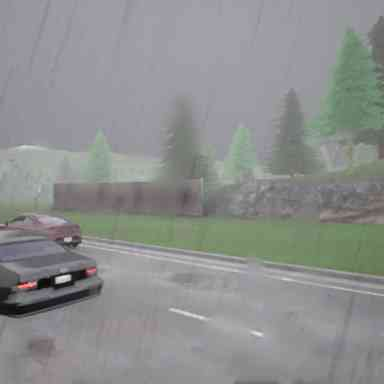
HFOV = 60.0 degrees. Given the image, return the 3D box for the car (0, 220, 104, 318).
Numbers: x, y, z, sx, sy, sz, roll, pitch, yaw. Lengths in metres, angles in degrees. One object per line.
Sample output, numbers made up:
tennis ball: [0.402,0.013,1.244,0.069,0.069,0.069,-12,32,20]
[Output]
car: [-4.213,1.550,7.280,5.357,1.411,2.033,0,0,38]

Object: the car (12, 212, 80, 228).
car: [-6.255,1.534,13.324,4.674,1.442,1.812,0,0,38]
